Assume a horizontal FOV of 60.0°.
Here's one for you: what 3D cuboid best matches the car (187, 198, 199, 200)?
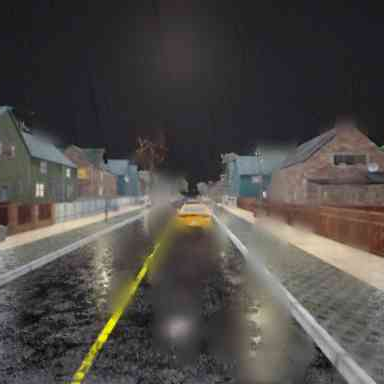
[{"bbox_3d":[0.118,1.481,37.189,1.837,1.490,4.892,0,0,0],"label":"car"}]

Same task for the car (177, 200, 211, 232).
[{"bbox_3d":[0.110,1.457,19.789,1.882,1.535,5.008,0,0,0],"label":"car"}]
